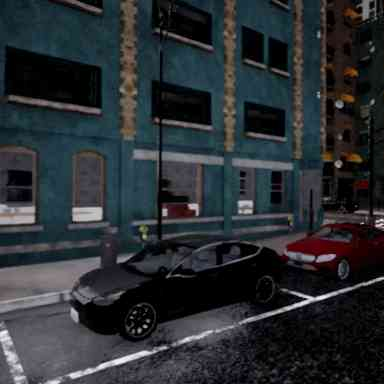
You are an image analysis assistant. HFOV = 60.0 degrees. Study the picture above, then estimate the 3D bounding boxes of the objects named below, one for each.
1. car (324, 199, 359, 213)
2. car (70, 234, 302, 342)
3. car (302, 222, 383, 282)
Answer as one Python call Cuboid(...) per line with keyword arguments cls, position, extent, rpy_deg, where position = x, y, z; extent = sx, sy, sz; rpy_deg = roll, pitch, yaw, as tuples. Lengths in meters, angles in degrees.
Cuboid(cls="car", position=(14.103, 1.332, 32.706), extent=(1.947, 1.339, 4.313), rpy_deg=(2, 0, -36))
Cuboid(cls="car", position=(-0.072, 1.563, 6.501), extent=(4.313, 1.339, 1.947), rpy_deg=(0, 1, -36))
Cuboid(cls="car", position=(4.425, 1.575, 9.709), extent=(4.206, 1.307, 1.802), rpy_deg=(0, 0, -36))
